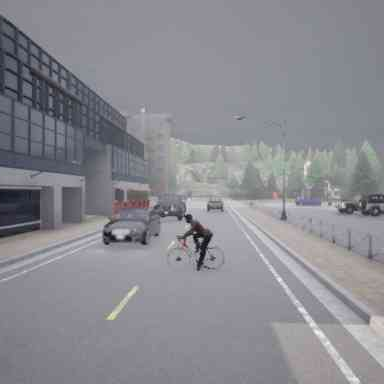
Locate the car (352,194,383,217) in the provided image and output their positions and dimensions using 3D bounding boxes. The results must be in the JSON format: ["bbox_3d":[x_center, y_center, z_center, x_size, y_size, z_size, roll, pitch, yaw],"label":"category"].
[{"bbox_3d":[16.056,1.092,27.956,3.866,1.878,1.905,0,0,4],"label":"car"}]

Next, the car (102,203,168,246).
[{"bbox_3d":[-2.629,1.492,15.416,2.128,1.511,4.902,0,0,4],"label":"car"}]

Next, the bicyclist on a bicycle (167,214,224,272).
[{"bbox_3d":[0.087,1.449,9.493,1.656,1.620,0.582,-2,0,4],"label":"bicyclist on a bicycle"}]

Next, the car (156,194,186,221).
[{"bbox_3d":[-1.726,1.221,28.001,2.150,2.045,5.566,0,0,4],"label":"car"}]

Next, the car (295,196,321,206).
[{"bbox_3d":[17.285,1.388,49.412,3.633,1.501,1.845,0,0,4],"label":"car"}]

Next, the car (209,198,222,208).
[{"bbox_3d":[3.488,1.599,49.765,1.895,1.301,4.718,0,0,4],"label":"car"}]

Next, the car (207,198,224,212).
[{"bbox_3d":[2.768,1.489,39.473,2.128,1.511,4.902,0,0,4],"label":"car"}]

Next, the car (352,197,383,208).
[{"bbox_3d":[24.479,1.398,45.920,3.806,1.475,1.970,0,0,4],"label":"car"}]

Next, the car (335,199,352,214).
[{"bbox_3d":[15.848,1.112,30.883,4.605,1.855,1.932,0,0,4],"label":"car"}]
